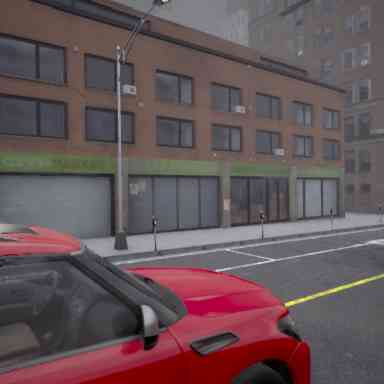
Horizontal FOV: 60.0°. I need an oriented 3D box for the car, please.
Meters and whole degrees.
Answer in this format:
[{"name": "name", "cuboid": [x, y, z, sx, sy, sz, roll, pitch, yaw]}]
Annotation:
[{"name": "car", "cuboid": [-1.564, 1.223, 2.317, 5.566, 2.045, 2.150, 0, 0, -36]}]
